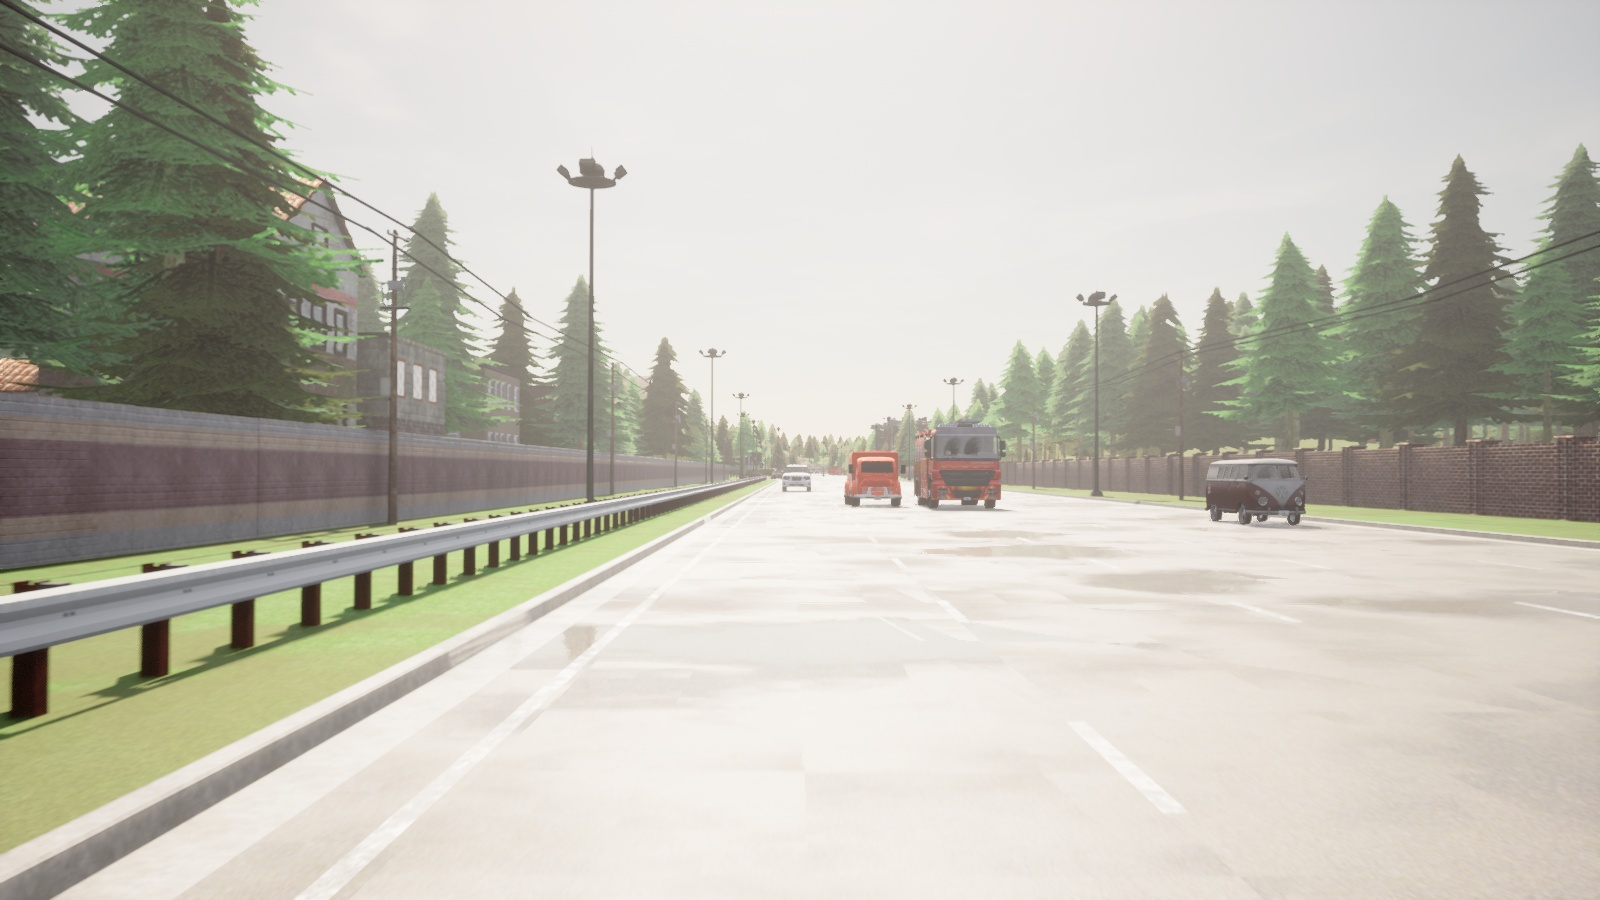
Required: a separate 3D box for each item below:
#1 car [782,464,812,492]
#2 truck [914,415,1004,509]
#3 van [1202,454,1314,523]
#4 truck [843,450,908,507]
[{"bbox_3d":[-0.230,2.134,95.546,2.150,2.045,5.566,0,-1,0],"label":"car"},{"bbox_3d":[6.862,0.551,55.457,2.891,3.827,8.468,0,-1,0],"label":"truck"},{"bbox_3d":[13.907,1.155,38.428,1.775,1.987,4.442,0,-1,0],"label":"van"},{"bbox_3d":[3.361,1.267,56.923,2.627,2.467,5.204,0,-1,0],"label":"truck"}]
